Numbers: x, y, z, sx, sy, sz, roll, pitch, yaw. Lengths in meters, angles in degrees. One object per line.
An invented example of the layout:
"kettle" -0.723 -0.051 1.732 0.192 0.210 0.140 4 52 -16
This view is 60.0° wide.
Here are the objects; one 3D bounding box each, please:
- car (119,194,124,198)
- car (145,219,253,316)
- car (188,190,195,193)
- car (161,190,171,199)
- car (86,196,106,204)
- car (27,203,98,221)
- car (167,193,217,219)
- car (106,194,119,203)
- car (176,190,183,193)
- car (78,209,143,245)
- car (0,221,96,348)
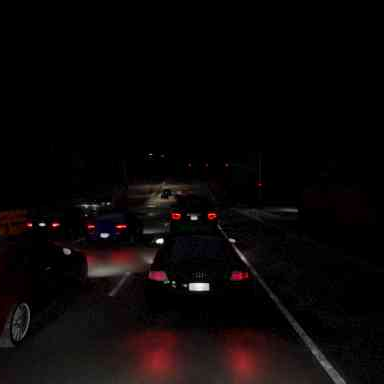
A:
"car" -17.610 1.333 80.134 1.882 1.535 5.008 0 1 0
"car" 0.102 1.564 7.601 1.994 1.385 4.181 0 0 -1
"car" -0.154 1.000 87.510 1.882 1.535 5.008 0 3 0
"car" -7.152 1.070 87.080 1.812 1.442 4.674 0 3 0
"car" -17.595 1.505 60.143 1.837 1.490 4.892 0 0 0
"car" -6.900 1.547 17.739 2.033 1.411 5.357 0 0 -1
"car" 0.091 1.221 17.005 2.150 2.045 5.566 0 0 0
"car" -17.551 1.539 70.044 2.033 1.411 5.357 0 0 0
"car" -3.652 1.070 87.102 1.812 1.442 4.674 0 3 0
"car" -3.409 1.526 15.287 1.812 1.442 4.674 0 0 0
"car" -3.408 1.526 6.158 1.812 1.442 4.674 0 0 0
